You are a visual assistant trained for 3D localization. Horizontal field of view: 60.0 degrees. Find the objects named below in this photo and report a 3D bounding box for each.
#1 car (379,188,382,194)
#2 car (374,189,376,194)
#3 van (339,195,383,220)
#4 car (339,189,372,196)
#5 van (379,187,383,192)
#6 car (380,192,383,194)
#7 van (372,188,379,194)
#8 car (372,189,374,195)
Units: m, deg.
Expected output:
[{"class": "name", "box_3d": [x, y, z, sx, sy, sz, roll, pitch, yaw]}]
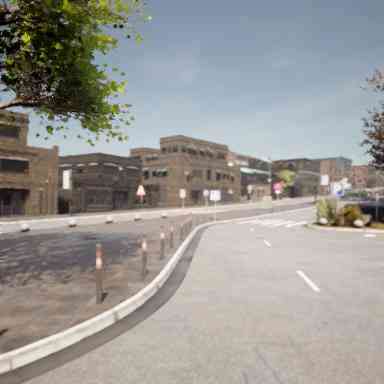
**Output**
[{"class": "car", "box_3d": [41.767, 0.480, 79.329, 5.008, 1.535, 2.097, -1, 1, 41]}, {"class": "car", "box_3d": [38.108, 0.667, 75.085, 4.674, 1.452, 2.002, -1, 1, 41]}, {"class": "van", "box_3d": [15.757, 1.505, 29.447, 4.442, 1.987, 1.878, -1, 1, 41]}, {"class": "car", "box_3d": [34.409, 0.524, 70.864, 5.566, 2.045, 2.435, -1, 1, 41]}, {"class": "van", "box_3d": [43.512, 0.181, 81.522, 4.442, 1.987, 1.878, -1, 1, 41]}, {"class": "car", "box_3d": [26.762, 1.153, 41.939, 4.553, 1.767, 2.185, -1, 1, 41]}, {"class": "van", "box_3d": [40.019, 0.326, 77.127, 4.442, 1.987, 1.878, -1, 1, 41]}, {"class": "car", "box_3d": [36.131, 0.701, 73.089, 5.366, 1.575, 1.946, -1, 1, 41]}]
